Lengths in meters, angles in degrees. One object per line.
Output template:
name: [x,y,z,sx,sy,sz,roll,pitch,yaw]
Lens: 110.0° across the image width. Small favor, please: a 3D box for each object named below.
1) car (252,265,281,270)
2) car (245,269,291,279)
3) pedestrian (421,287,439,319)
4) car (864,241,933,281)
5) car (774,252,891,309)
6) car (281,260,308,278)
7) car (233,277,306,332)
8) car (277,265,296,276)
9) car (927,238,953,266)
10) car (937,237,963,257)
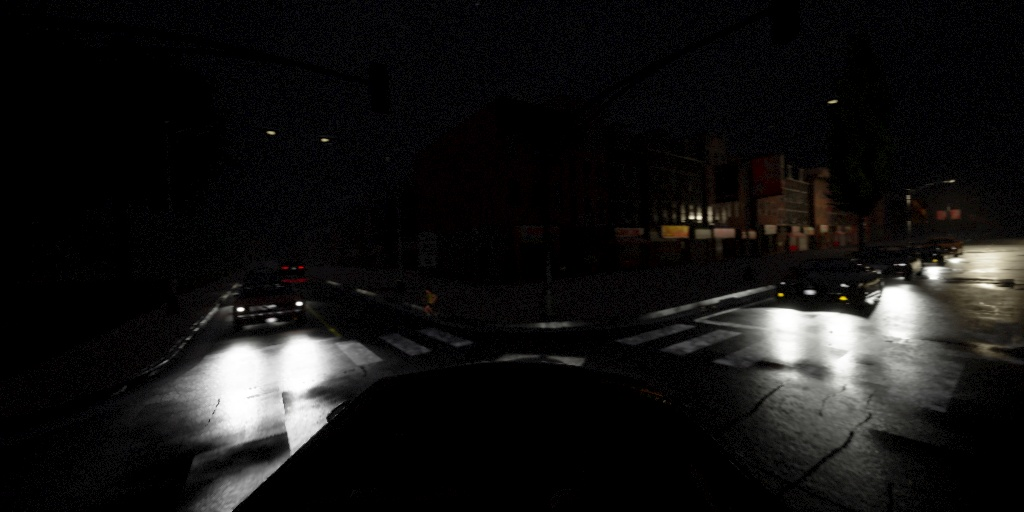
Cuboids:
car: [-19.268,1.664,27.669,1.882,1.535,5.008,-2,1,-36]
car: [-13.699,1.644,19.818,1.994,1.385,4.181,-2,1,-36]
pedestrian: [-2.626,1.493,11.598,0.500,1.100,0.500,-2,0,-35]
car: [17.460,0.270,16.654,4.902,1.511,2.128,-3,1,-35]
car: [10.165,0.764,11.465,4.181,1.385,1.994,-3,1,-35]
car: [-25.563,1.513,41.610,2.150,2.045,5.566,-2,0,-36]
car: [-8.387,1.596,12.353,1.895,1.301,4.718,-2,1,-36]
car: [-31.675,2.024,50.240,1.994,1.385,4.181,-2,0,-35]
car: [25.535,-0.146,22.372,4.181,1.385,1.994,-3,1,-35]
car: [33.962,-0.744,28.341,5.008,1.535,1.882,-3,1,-35]
